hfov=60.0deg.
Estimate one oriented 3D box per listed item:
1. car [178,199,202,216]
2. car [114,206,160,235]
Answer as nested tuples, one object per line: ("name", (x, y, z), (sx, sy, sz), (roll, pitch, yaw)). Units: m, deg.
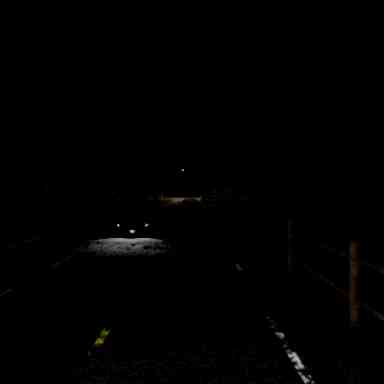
("car", (-0.206, 1.370, 30.750), (1.882, 1.535, 5.008), (0, 0, -5))
("car", (-2.829, 1.483, 18.433), (2.033, 1.411, 5.357), (0, 0, 0))
